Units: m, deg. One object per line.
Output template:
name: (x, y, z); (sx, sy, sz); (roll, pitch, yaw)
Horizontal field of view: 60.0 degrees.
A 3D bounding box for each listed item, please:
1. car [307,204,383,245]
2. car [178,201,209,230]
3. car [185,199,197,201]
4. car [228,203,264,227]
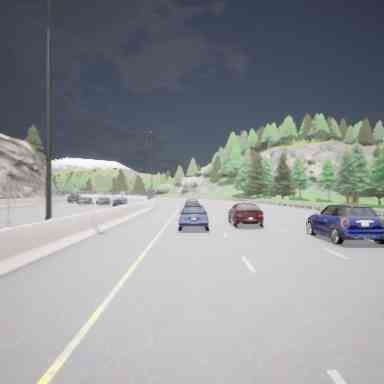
car: (7.099, 1.352, 15.757); (2.097, 1.767, 4.553); (0, 0, 0)
car: (0.097, 1.548, 21.100); (2.033, 1.411, 5.357); (0, 0, 0)
car: (-0.026, 1.565, 42.495); (1.994, 1.385, 4.181); (0, 0, -1)
car: (3.598, 1.478, 22.875); (1.882, 1.535, 5.008); (0, 0, 0)
